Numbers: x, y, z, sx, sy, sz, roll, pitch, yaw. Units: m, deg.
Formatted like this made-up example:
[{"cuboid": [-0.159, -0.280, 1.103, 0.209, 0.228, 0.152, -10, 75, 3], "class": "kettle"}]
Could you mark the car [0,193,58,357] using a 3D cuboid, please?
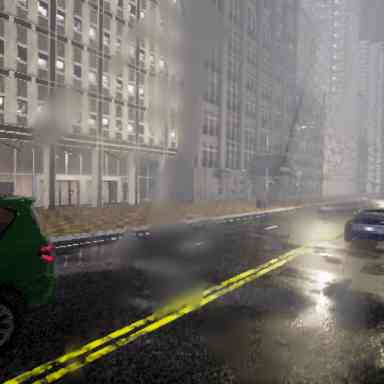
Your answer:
[{"cuboid": [-4.150, 1.019, 3.257, 2.150, 2.045, 5.566, 2, 2, 35], "class": "car"}]

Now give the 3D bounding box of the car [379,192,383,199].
[{"cuboid": [47.252, 0.874, 81.976, 1.837, 1.490, 4.892, 2, 2, 35], "class": "car"}]

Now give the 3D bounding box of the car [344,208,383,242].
[{"cuboid": [8.163, 1.426, 14.817, 1.994, 1.385, 4.181, 2, 2, 35], "class": "car"}]
